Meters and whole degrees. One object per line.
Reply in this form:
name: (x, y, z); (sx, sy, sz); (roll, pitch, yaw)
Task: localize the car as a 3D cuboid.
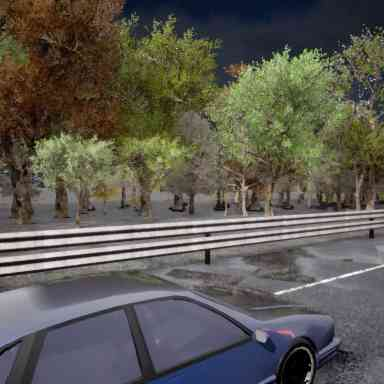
car: (-0.731, 1.547, 3.201); (5.357, 1.411, 2.033); (0, 0, -38)
